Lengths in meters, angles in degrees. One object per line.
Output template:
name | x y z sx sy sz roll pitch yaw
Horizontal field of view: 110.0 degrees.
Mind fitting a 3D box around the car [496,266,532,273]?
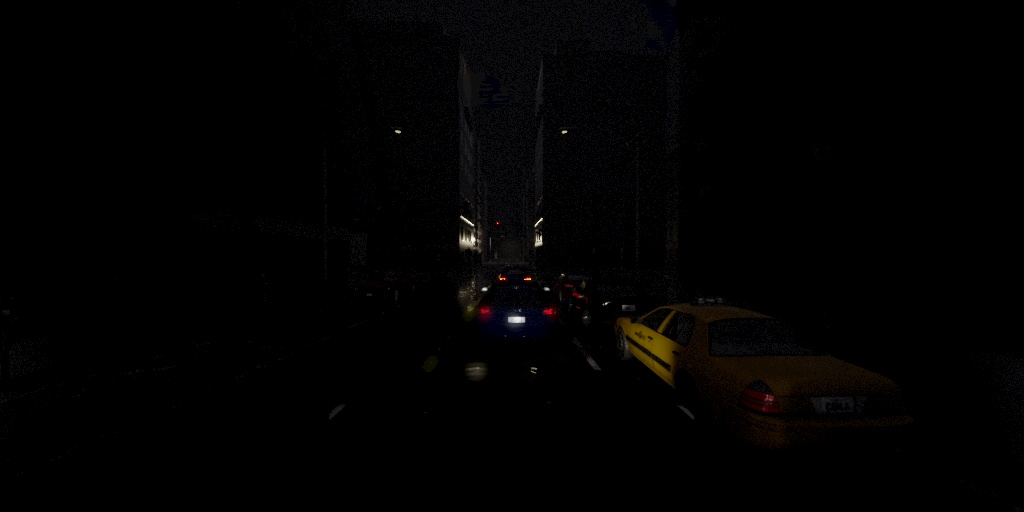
car | 0.111 1.270 19.578 1.812 1.442 4.674 0 0 -2

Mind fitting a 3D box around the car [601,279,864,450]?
car | 2.876 1.274 5.462 1.751 1.417 4.829 0 0 0

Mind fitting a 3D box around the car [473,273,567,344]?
car | 0.104 1.312 9.563 1.994 1.385 4.181 0 0 0

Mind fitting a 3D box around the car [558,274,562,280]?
car | 2.882 1.327 16.464 1.802 1.307 4.207 0 0 0

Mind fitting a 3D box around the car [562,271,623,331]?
car | 2.879 1.313 10.878 1.948 1.339 4.313 0 0 0

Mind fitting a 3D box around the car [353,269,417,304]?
car | -5.663 1.290 16.466 1.888 1.381 4.507 0 0 0
